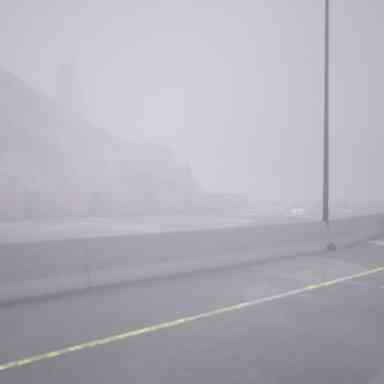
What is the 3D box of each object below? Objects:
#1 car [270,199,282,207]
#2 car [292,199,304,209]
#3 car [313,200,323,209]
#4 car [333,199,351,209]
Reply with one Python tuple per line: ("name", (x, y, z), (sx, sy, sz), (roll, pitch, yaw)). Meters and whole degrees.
("car", (15.698, 2.011, 62.406), (1.882, 1.535, 5.008), (0, -1, 10))
("car", (17.864, 2.005, 56.222), (2.128, 1.511, 4.902), (0, 0, 15))
("car", (21.288, 2.016, 55.417), (1.882, 1.535, 5.008), (1, 0, 15))
("car", (24.748, 1.918, 54.840), (2.097, 1.767, 4.553), (0, 0, 15))
